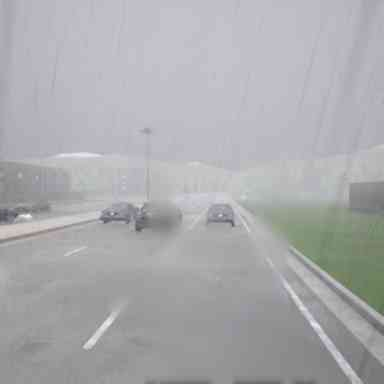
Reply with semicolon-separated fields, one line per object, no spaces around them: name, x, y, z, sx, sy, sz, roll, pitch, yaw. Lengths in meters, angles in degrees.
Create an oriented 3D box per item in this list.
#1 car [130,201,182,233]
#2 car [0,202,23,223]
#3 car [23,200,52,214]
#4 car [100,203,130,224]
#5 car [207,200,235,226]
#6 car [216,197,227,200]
car;-1.839;1.301;19.567;2.097;1.767;4.553;0;0;5
car;-13.427;1.520;21.500;1.895;1.301;4.718;0;0;5
car;-15.859;1.449;33.304;1.994;1.385;4.181;0;0;5
car;-4.955;1.479;24.093;2.033;1.411;5.357;0;0;5
car;1.977;1.497;22.972;2.033;1.411;5.357;0;0;5
car;3.814;1.432;43.126;1.812;1.442;4.674;0;0;5
